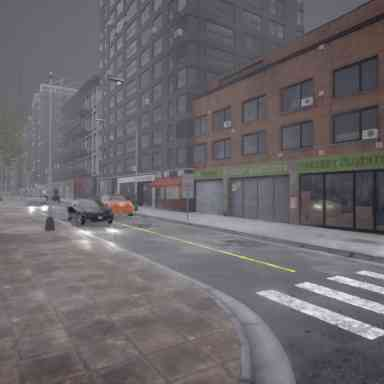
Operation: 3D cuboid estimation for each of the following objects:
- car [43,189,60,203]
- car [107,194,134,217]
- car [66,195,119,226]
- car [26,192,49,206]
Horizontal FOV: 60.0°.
[{"bbox_3d":[-21.188,0.575,49.543,2.150,2.045,5.566,0,0,-32],"label":"car"},{"bbox_3d":[-6.266,0.952,25.936,2.097,1.767,4.553,0,1,-32],"label":"car"},{"bbox_3d":[-6.445,1.123,20.697,1.882,1.535,5.008,0,1,-32],"label":"car"},{"bbox_3d":[-19.370,0.971,41.300,1.895,1.301,4.718,0,0,-32],"label":"car"}]
